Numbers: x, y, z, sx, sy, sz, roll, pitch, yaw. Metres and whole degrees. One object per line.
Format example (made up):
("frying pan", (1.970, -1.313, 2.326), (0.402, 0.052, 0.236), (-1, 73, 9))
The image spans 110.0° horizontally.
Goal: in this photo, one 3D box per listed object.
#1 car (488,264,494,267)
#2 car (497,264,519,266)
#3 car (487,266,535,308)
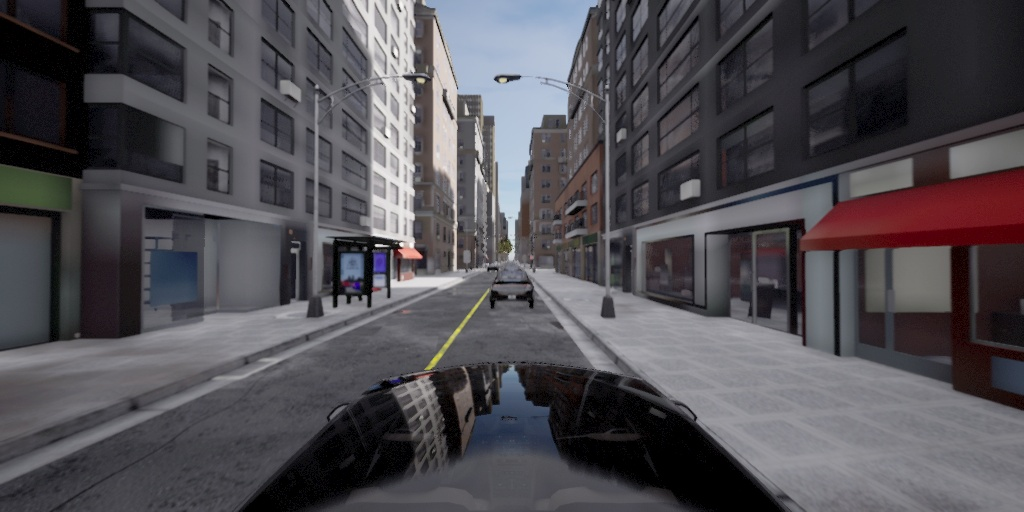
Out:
("car", (-3.002, 1.897, 57.478), (1.895, 1.301, 4.718), (0, -1, 0))
("car", (0.004, 1.524, 31.149), (2.128, 1.511, 4.902), (0, 0, 0))
("car", (0.004, 1.379, 16.150), (2.128, 1.511, 4.902), (0, 0, 0))
